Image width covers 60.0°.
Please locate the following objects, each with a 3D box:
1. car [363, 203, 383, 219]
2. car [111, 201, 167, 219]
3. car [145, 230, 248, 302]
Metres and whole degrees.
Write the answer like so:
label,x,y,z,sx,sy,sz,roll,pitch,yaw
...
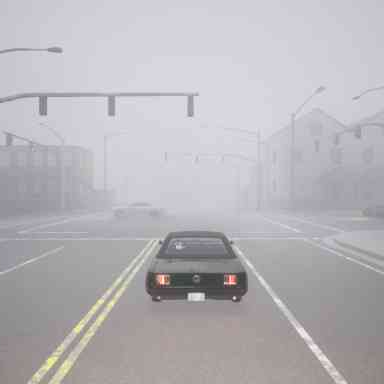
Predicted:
label,x,y,z,sx,sy,sz,roll,pitch,yaw
car,16.818,1.563,28.188,4.181,1.385,1.994,0,0,-1
car,-4.392,1.459,27.952,4.674,1.442,1.812,0,0,-1
car,0.101,1.601,8.210,1.895,1.301,4.718,0,0,0
